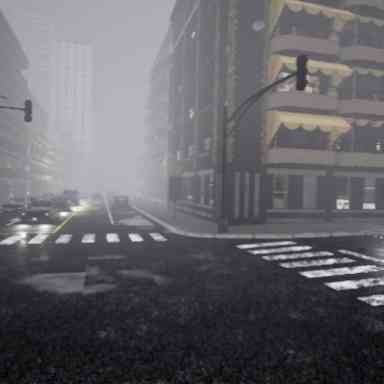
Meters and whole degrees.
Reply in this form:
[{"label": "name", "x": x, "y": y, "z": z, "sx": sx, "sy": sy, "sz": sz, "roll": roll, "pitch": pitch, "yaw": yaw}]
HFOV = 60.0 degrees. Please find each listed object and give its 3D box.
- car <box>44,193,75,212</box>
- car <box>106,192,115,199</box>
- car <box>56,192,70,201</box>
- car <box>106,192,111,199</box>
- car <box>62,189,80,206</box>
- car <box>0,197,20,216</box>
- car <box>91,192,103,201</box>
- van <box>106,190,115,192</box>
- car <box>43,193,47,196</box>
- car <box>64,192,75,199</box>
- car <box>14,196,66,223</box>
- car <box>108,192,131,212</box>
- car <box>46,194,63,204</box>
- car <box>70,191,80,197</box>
[{"label": "car", "x": -12.768, "y": 1.132, "z": 32.190, "sx": 1.994, "sy": 1.385, "sz": 4.181, "roll": 1, "pitch": 0, "yaw": -15}, {"label": "car", "x": -18.913, "y": 0.783, "z": 76.810, "sx": 1.887, "sy": 1.381, "sz": 4.507, "roll": 1, "pitch": 0, "yaw": -15}, {"label": "car", "x": -22.603, "y": 0.767, "z": 58.449, "sx": 1.752, "sy": 1.417, "sz": 4.829, "roll": 1, "pitch": 0, "yaw": -15}, {"label": "car", "x": -11.660, "y": 1.057, "z": 50.140, "sx": 2.008, "sy": 1.369, "sz": 4.403, "roll": 1, "pitch": 0, "yaw": -15}, {"label": "car", "x": -15.508, "y": 0.684, "z": 42.396, "sx": 2.150, "sy": 2.045, "sz": 5.566, "roll": 1, "pitch": 0, "yaw": -15}, {"label": "car", "x": -13.945, "y": 1.121, "z": 26.610, "sx": 2.008, "sy": 1.369, "sz": 4.403, "roll": 1, "pitch": 0, "yaw": -15}, {"label": "car", "x": -17.485, "y": 0.813, "z": 61.344, "sx": 1.882, "sy": 1.535, "sz": 5.008, "roll": 1, "pitch": 0, "yaw": -15}, {"label": "van", "x": -14.559, "y": 0.739, "z": 60.806, "sx": 1.690, "sy": 1.788, "sz": 3.998, "roll": 1, "pitch": 0, "yaw": -15}, {"label": "car", "x": -15.396, "y": 1.081, "z": 31.943, "sx": 1.947, "sy": 1.339, "sz": 4.313, "roll": 1, "pitch": 0, "yaw": -15}, {"label": "car", "x": -25.549, "y": 0.715, "z": 69.282, "sx": 1.802, "sy": 1.307, "sz": 4.206, "roll": 1, "pitch": 0, "yaw": -15}, {"label": "car", "x": -10.176, "y": 1.216, "z": 22.652, "sx": 2.033, "sy": 1.411, "sz": 5.357, "roll": 1, "pitch": 0, "yaw": -15}, {"label": "car", "x": -7.309, "y": 1.113, "z": 34.137, "sx": 1.967, "sy": 1.590, "sz": 4.097, "roll": 1, "pitch": 0, "yaw": -15}, {"label": "car", "x": -19.748, "y": 0.931, "z": 47.945, "sx": 1.802, "sy": 1.307, "sz": 4.206, "roll": 1, "pitch": 0, "yaw": -15}, {"label": "car", "x": -29.899, "y": 0.527, "z": 85.283, "sx": 2.008, "sy": 1.369, "sz": 4.403, "roll": 1, "pitch": 0, "yaw": -15}]
